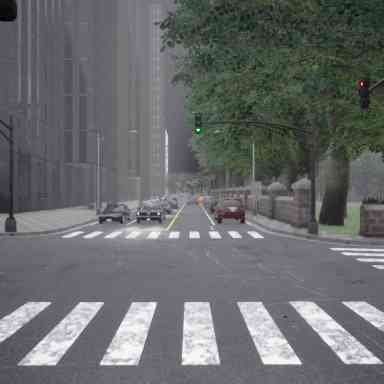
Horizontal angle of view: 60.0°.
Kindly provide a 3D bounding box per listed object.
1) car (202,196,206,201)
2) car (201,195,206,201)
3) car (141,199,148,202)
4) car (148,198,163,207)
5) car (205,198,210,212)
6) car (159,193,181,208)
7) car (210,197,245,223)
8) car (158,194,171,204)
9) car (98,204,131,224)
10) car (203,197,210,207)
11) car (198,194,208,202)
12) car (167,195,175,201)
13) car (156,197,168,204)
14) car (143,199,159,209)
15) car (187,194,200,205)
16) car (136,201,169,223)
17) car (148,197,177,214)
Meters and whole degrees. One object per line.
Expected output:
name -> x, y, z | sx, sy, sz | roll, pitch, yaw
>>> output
car -> 2.819, 1.594, 47.009 | 2.008, 1.369, 4.403 | 0, 0, 0
car -> 2.826, 1.490, 52.465 | 1.967, 1.590, 4.097 | 0, 0, 0
car -> -5.713, 1.587, 41.555 | 2.008, 1.369, 4.403 | 0, 0, 0
car -> -5.699, 1.632, 52.469 | 1.802, 1.307, 4.206 | 0, 0, 0
car -> 2.806, 1.595, 36.095 | 1.947, 1.339, 4.313 | 0, 0, 0
car -> -3.033, 1.393, 45.720 | 2.097, 1.767, 4.553 | 0, 0, 0
car -> 2.793, 1.330, 25.183 | 2.192, 1.841, 5.009 | 0, 0, 0
car -> -5.679, 1.387, 68.840 | 2.192, 1.841, 5.009 | 0, 0, 0
car -> -5.732, 1.581, 25.184 | 1.947, 1.339, 4.313 | 0, 0, 0
car -> 2.813, 1.587, 41.552 | 2.008, 1.369, 4.403 | 0, 0, 0
car -> 2.479, 1.438, 75.809 | 2.097, 1.767, 4.553 | 0, 0, 0
car -> -5.653, 1.550, 90.668 | 1.967, 1.590, 4.097 | 0, 0, 0
car -> -5.686, 1.646, 63.383 | 1.802, 1.307, 4.206 | 0, 0, 0
car -> -5.706, 1.625, 47.012 | 1.802, 1.307, 4.206 | 0, 0, 0
car -> 0.175, 1.607, 59.294 | 2.033, 1.411, 5.357 | 0, 0, 0
car -> -3.069, 1.617, 25.627 | 1.895, 1.301, 4.718 | 0, 0, 0
car -> -3.052, 1.575, 35.445 | 2.033, 1.411, 5.357 | 0, 0, 1
